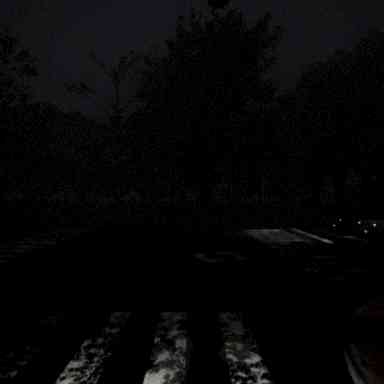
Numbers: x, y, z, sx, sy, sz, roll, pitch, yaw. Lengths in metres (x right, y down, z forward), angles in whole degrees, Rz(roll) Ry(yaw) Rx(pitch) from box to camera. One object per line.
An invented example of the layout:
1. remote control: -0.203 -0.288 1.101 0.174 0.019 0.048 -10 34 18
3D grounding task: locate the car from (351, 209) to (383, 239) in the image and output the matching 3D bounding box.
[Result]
1. car: 10.966 1.694 16.822 4.718 1.301 1.895 0 0 0

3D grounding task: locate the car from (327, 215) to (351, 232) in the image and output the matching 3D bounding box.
1. car: 10.776 1.706 20.080 4.718 1.301 1.895 0 0 0
